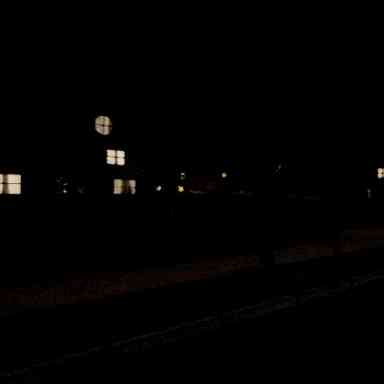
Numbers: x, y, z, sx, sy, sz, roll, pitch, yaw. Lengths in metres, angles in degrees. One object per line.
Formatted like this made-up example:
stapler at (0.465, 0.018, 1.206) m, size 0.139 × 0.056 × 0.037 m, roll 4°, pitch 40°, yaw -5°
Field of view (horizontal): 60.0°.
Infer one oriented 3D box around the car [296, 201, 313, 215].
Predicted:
car at (9.290, 1.357, 27.382) m, size 1.994 × 1.385 × 4.181 m, roll 1°, pitch 0°, yaw -36°
